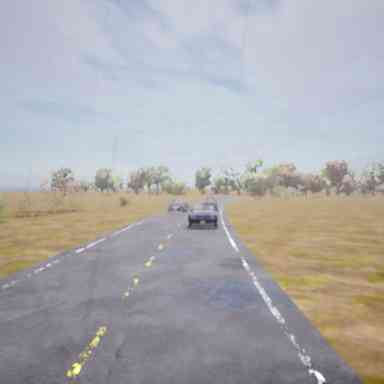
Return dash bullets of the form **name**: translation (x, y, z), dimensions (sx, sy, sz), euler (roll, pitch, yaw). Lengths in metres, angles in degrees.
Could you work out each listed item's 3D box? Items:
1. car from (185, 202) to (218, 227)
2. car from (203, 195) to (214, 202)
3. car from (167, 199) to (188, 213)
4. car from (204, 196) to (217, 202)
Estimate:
- **car**: translation (0.792, 1.586, 22.781), dimensions (1.895, 1.301, 4.718), euler (0, 0, 3)
- **car**: translation (3.873, 1.497, 75.605), dimensions (1.994, 1.385, 4.181), euler (0, 0, 10)
- **car**: translation (-1.459, 1.466, 35.987), dimensions (2.128, 1.511, 4.902), euler (0, 0, 5)
- **car**: translation (2.309, 1.521, 42.144), dimensions (2.033, 1.411, 5.357), euler (0, 0, 6)
